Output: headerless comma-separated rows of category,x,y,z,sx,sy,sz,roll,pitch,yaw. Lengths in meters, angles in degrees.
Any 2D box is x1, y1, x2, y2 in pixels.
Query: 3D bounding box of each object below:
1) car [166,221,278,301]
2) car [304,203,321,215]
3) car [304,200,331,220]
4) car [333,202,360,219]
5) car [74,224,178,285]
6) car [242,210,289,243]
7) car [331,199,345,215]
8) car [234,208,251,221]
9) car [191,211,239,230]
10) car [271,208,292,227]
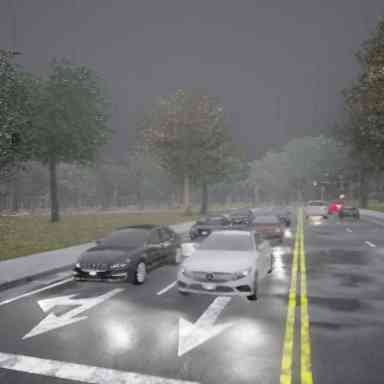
car,1.146,1.774,9.257,1.812,1.442,4.674,-2,-2,20
car,17.538,2.452,48.451,2.128,1.511,4.902,-2,-2,19
car,13.817,1.960,37.019,2.150,2.045,5.566,-2,-2,19
car,16.963,2.136,36.173,2.128,1.511,4.902,-2,-2,19
car,-1.774,1.861,10.787,1.837,1.490,4.892,-2,-2,18
car,4.271,1.972,18.795,1.812,1.442,4.674,-2,-2,19
car,20.310,2.070,46.535,2.150,2.045,5.566,-2,-1,18
car,4.502,2.256,29.883,1.837,1.490,4.892,-2,-2,18
car,1.300,2.114,20.139,1.994,1.385,4.181,-2,-2,18
car,7.528,2.128,28.673,1.882,1.535,5.008,-2,-2,19
